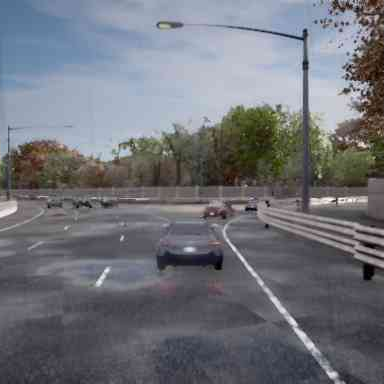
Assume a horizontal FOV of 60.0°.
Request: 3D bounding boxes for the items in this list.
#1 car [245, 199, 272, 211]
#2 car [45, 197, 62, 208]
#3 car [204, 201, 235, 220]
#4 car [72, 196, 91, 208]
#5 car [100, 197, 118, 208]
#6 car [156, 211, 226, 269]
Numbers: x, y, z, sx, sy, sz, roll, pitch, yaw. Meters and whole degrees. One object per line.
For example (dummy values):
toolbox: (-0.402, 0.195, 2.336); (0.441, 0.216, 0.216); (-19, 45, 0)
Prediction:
car: (7.819, 1.539, 38.550); (1.994, 1.385, 4.181); (0, 0, 35)
car: (-20.140, 1.505, 48.349); (2.128, 1.511, 4.902); (0, 0, -29)
car: (2.327, 1.512, 28.082); (1.812, 1.442, 4.674); (0, 0, 19)
car: (-15.864, 1.360, 47.752); (2.097, 1.767, 4.553); (0, 0, -27)
car: (-12.057, 1.507, 48.010); (1.837, 1.490, 4.892); (0, 0, -26)
car: (-0.056, 1.560, 11.207); (1.994, 1.385, 4.181); (0, 0, 0)
